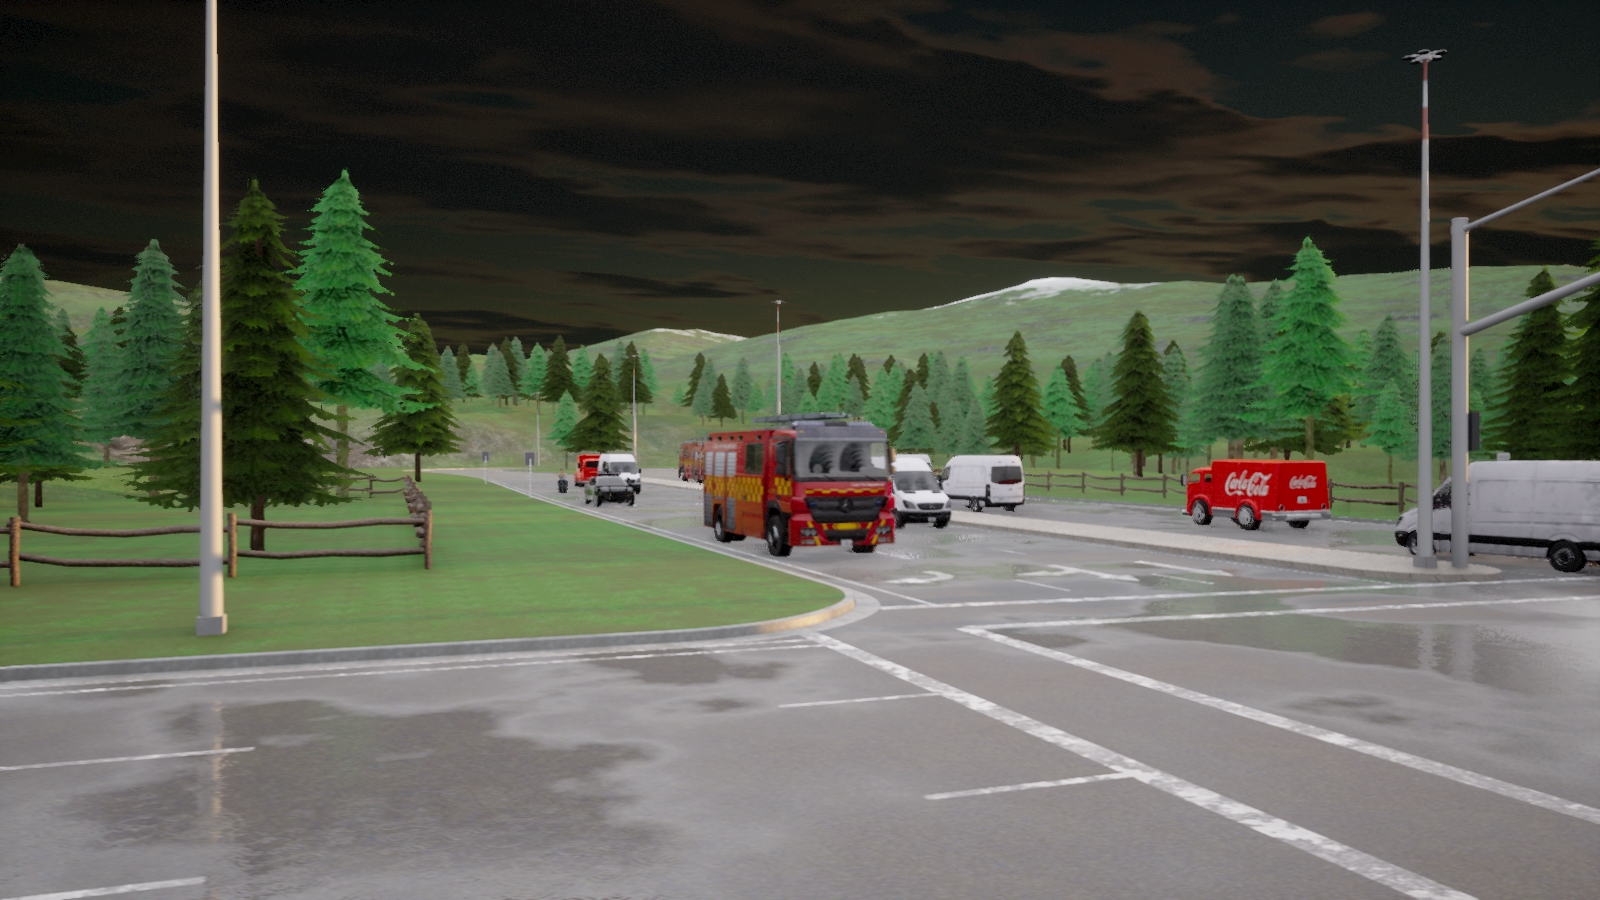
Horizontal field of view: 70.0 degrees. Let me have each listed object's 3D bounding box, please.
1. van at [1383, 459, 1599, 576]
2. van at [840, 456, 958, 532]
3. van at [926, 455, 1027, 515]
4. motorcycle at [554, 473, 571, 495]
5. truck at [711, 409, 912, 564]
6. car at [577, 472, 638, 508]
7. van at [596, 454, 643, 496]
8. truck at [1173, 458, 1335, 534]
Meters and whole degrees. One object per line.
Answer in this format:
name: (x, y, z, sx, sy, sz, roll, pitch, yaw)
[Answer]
van: (17.693, 1.539, 28.172, 1.988, 2.561, 5.915, 0, 0, -25)
van: (3.566, 1.538, 42.455, 1.988, 2.561, 5.915, 0, 0, -21)
van: (8.108, 1.540, 53.069, 1.988, 2.561, 5.915, 0, 0, -21)
motorcycle: (-15.276, 2.159, 73.493, 0.764, 1.307, 2.356, 0, 0, -19)
truck: (0.025, 0.893, 32.699, 2.891, 3.827, 8.468, 0, 0, -21)
car: (-9.797, 1.986, 57.813, 2.097, 1.638, 5.238, 0, 0, -20)
van: (-11.686, 1.539, 73.825, 1.988, 2.561, 5.915, 0, 0, -19)
truck: (16.281, 1.576, 41.333, 2.627, 2.467, 5.204, -1, 0, -20)
